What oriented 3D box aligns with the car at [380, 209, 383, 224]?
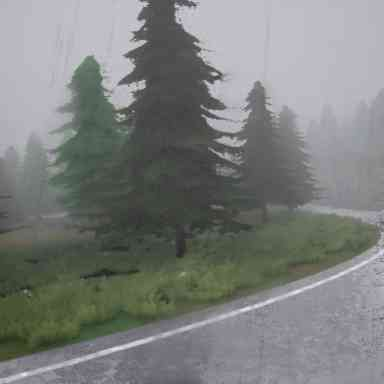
[{"bbox_3d":[15.067,1.665,24.320,1.812,1.442,4.674,-3,-2,18],"label":"car"}]
